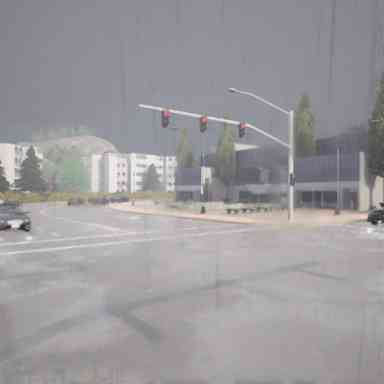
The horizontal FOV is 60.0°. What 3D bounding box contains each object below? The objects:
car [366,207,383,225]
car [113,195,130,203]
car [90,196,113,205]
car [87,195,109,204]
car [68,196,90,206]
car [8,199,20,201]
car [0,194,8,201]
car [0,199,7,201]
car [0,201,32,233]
[{"bbox_3d":[14.014,1.499,22.578,5.357,1.411,2.033,0,0,-35],"label":"car"},{"bbox_3d":[-14.144,1.302,66.128,2.097,1.767,4.553,0,0,17],"label":"car"},{"bbox_3d":[-15.261,1.468,56.365,1.837,1.490,4.892,0,0,-1],"label":"car"},{"bbox_3d":[-17.992,1.436,64.087,1.882,1.535,5.008,0,0,14],"label":"car"},{"bbox_3d":[-18.695,1.463,54.057,2.128,1.511,4.902,0,0,-4],"label":"car"},{"bbox_3d":[-24.800,1.592,45.512,1.895,1.301,4.718,0,0,-11],"label":"car"},{"bbox_3d":[-21.582,1.218,35.791,2.150,2.045,5.566,0,0,-23],"label":"car"},{"bbox_3d":[-16.518,1.545,26.963,2.033,1.411,5.357,0,0,-35],"label":"car"},{"bbox_3d":[-10.599,1.488,19.008,2.128,1.511,4.902,0,0,-39],"label":"car"}]
